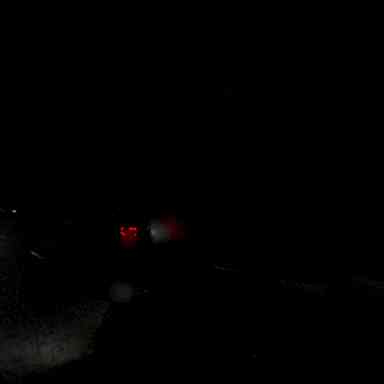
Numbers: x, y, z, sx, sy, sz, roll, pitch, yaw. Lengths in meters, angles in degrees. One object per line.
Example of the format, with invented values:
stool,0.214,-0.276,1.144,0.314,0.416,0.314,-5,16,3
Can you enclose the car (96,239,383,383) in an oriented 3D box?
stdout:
car,0.923,1.550,3.584,4.674,1.442,1.812,-1,-1,38

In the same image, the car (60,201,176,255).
car,-2.868,1.360,12.098,2.150,2.045,5.566,0,-1,-41

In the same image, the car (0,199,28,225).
car,-15.213,1.614,27.424,2.150,2.045,5.566,0,-1,-38
